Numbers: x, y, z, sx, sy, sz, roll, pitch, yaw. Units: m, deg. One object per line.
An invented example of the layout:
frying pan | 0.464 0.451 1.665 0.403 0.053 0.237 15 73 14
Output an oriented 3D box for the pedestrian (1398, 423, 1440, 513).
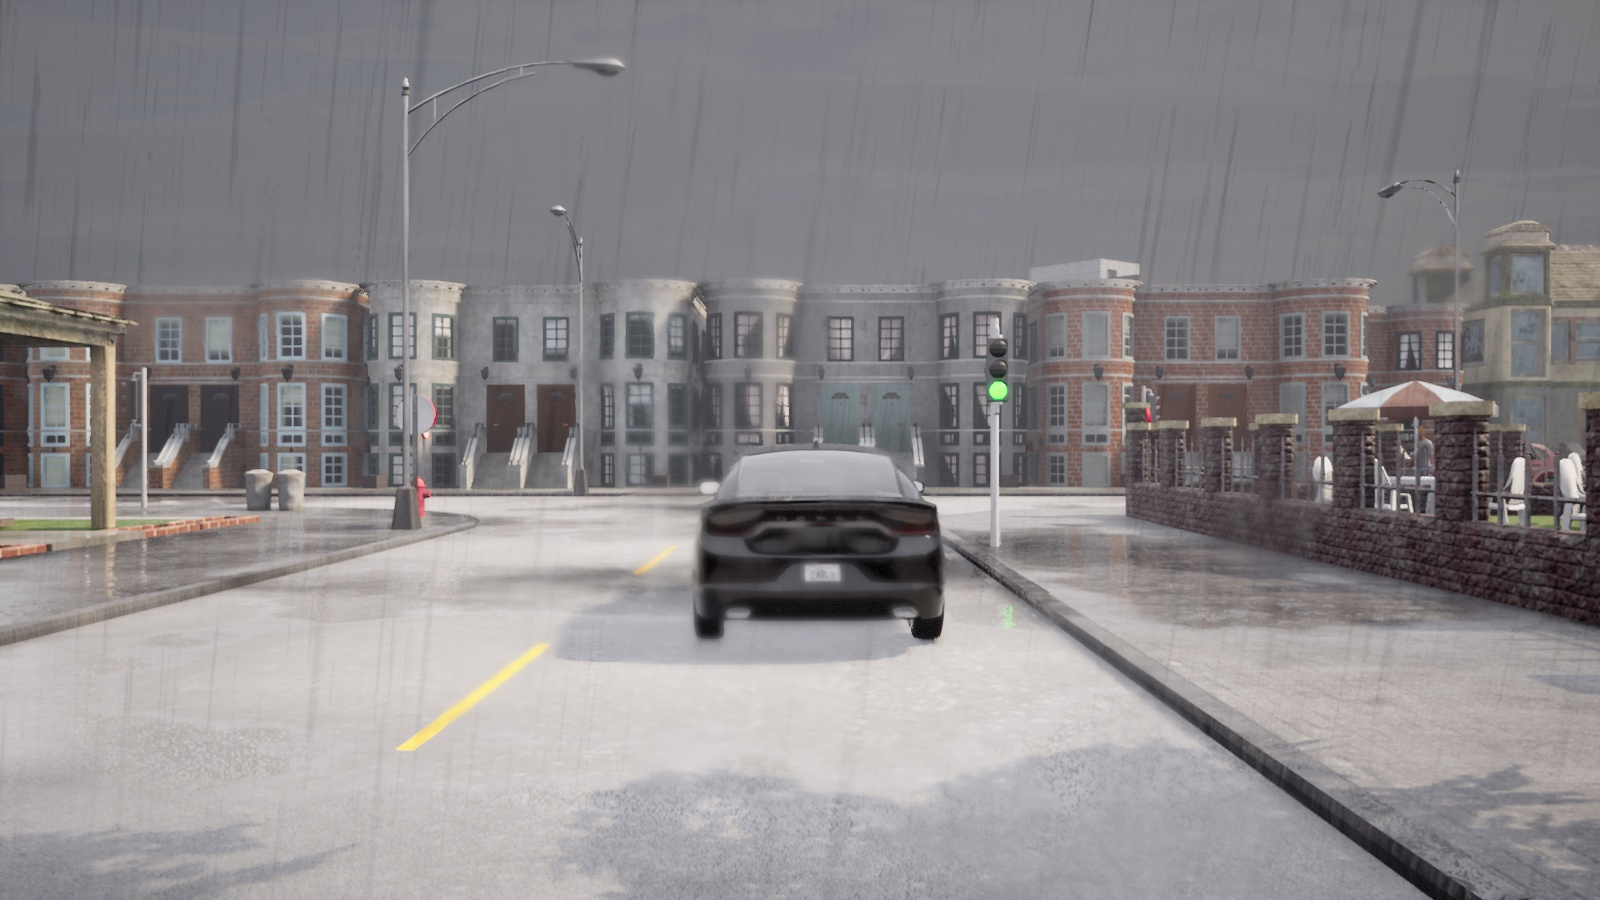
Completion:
pedestrian | 12.856 0.369 26.074 0.706 1.836 0.354 0 0 8

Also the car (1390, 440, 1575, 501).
car | 18.453 0.532 34.077 3.988 1.617 1.851 0 0 1

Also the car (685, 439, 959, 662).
car | 0.117 0.683 11.147 1.882 1.535 5.008 0 0 -1
